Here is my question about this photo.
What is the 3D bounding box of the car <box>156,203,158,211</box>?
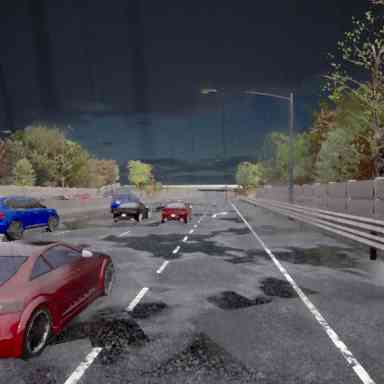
[{"bbox_3d":[-3.151,1.553,41.298,2.033,1.411,5.357,0,0,5],"label":"car"}]

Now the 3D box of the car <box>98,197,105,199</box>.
[{"bbox_3d":[-15.791,1.589,58.583,1.994,1.385,4.181,0,0,6],"label":"car"}]

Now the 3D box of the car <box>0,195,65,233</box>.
[{"bbox_3d":[-8.924,1.219,16.843,2.150,2.045,5.566,0,0,5],"label":"car"}]

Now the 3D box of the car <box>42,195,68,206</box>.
[{"bbox_3d":[-23.046,1.372,56.128,2.097,1.767,4.553,0,0,6],"label":"car"}]

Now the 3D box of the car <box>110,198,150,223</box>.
[{"bbox_3d":[-4.574,1.478,25.889,1.882,1.535,5.008,0,0,5],"label":"car"}]

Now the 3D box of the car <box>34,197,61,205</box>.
[{"bbox_3d":[-26.124,1.574,60.348,2.033,1.411,5.357,0,0,6],"label":"car"}]

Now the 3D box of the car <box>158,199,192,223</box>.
[{"bbox_3d":[-1.076,1.478,25.694,1.882,1.535,5.008,0,0,5],"label":"car"}]

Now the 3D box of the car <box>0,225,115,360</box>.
[{"bbox_3d":[-2.891,1.563,6.026,1.994,1.385,4.181,0,0,5],"label":"car"}]

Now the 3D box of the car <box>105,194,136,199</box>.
[{"bbox_3d":[-7.133,1.223,36.273,2.150,2.045,5.566,0,0,6],"label":"car"}]

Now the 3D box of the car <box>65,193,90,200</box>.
[{"bbox_3d":[-19.416,1.244,57.413,2.150,2.045,5.566,0,0,6],"label":"car"}]
